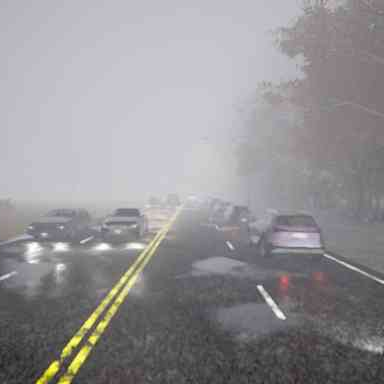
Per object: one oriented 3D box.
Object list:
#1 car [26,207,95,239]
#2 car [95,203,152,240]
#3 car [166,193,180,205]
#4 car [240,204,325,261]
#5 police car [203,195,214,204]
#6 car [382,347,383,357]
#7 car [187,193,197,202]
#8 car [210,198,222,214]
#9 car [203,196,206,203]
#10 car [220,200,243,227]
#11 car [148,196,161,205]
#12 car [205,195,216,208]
[{"bbox_3d":[-6.595,1.512,17.541,2.033,1.411,5.357,0,0,0],"label":"car"},{"bbox_3d":[-3.334,1.516,17.255,1.812,1.442,4.674,0,0,0],"label":"car"},{"bbox_3d":[-3.271,1.252,58.597,2.150,2.045,5.566,0,0,1],"label":"car"},{"bbox_3d":[3.267,1.436,12.316,2.033,1.649,4.856,1,-1,0],"label":"car"},{"bbox_3d":[3.287,1.489,67.426,1.930,1.638,5.238,1,-1,0],"label":"police car"},{"bbox_3d":[3.366,1.589,2.459,1.994,1.385,4.181,0,0,0],"label":"car"},{"bbox_3d":[0.023,1.171,76.918,2.150,2.045,5.566,0,0,0],"label":"car"},{"bbox_3d":[3.271,1.573,34.313,2.033,1.411,5.357,1,-1,0],"label":"car"},{"bbox_3d":[3.270,1.542,56.314,2.128,1.511,4.902,1,-1,0],"label":"car"},{"bbox_3d":[3.265,1.548,23.298,1.812,1.442,4.674,1,1,0],"label":"car"},{"bbox_3d":[-6.526,1.480,58.640,1.882,1.535,5.008,0,0,1],"label":"car"},{"bbox_3d":[3.251,1.529,45.306,1.882,1.535,5.008,-1,0,0],"label":"car"}]
